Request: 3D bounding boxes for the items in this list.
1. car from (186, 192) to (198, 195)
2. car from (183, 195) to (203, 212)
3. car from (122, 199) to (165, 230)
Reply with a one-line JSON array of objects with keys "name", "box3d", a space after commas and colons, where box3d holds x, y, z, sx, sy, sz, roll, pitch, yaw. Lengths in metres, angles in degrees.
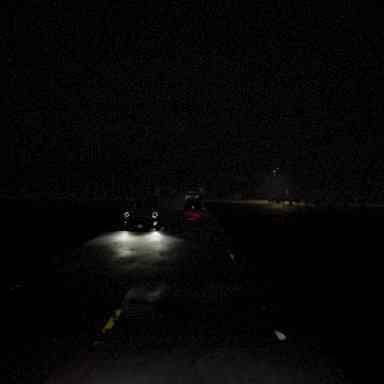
[{"name": "car", "box3d": [0.007, 0.983, 50.377, 2.150, 2.045, 5.566, 0, 0, 0]}, {"name": "car", "box3d": [0.106, 1.336, 36.916, 1.837, 1.490, 4.892, 0, 0, 0]}, {"name": "car", "box3d": [-2.839, 1.263, 20.344, 2.097, 1.767, 4.553, 0, 0, 0]}]
